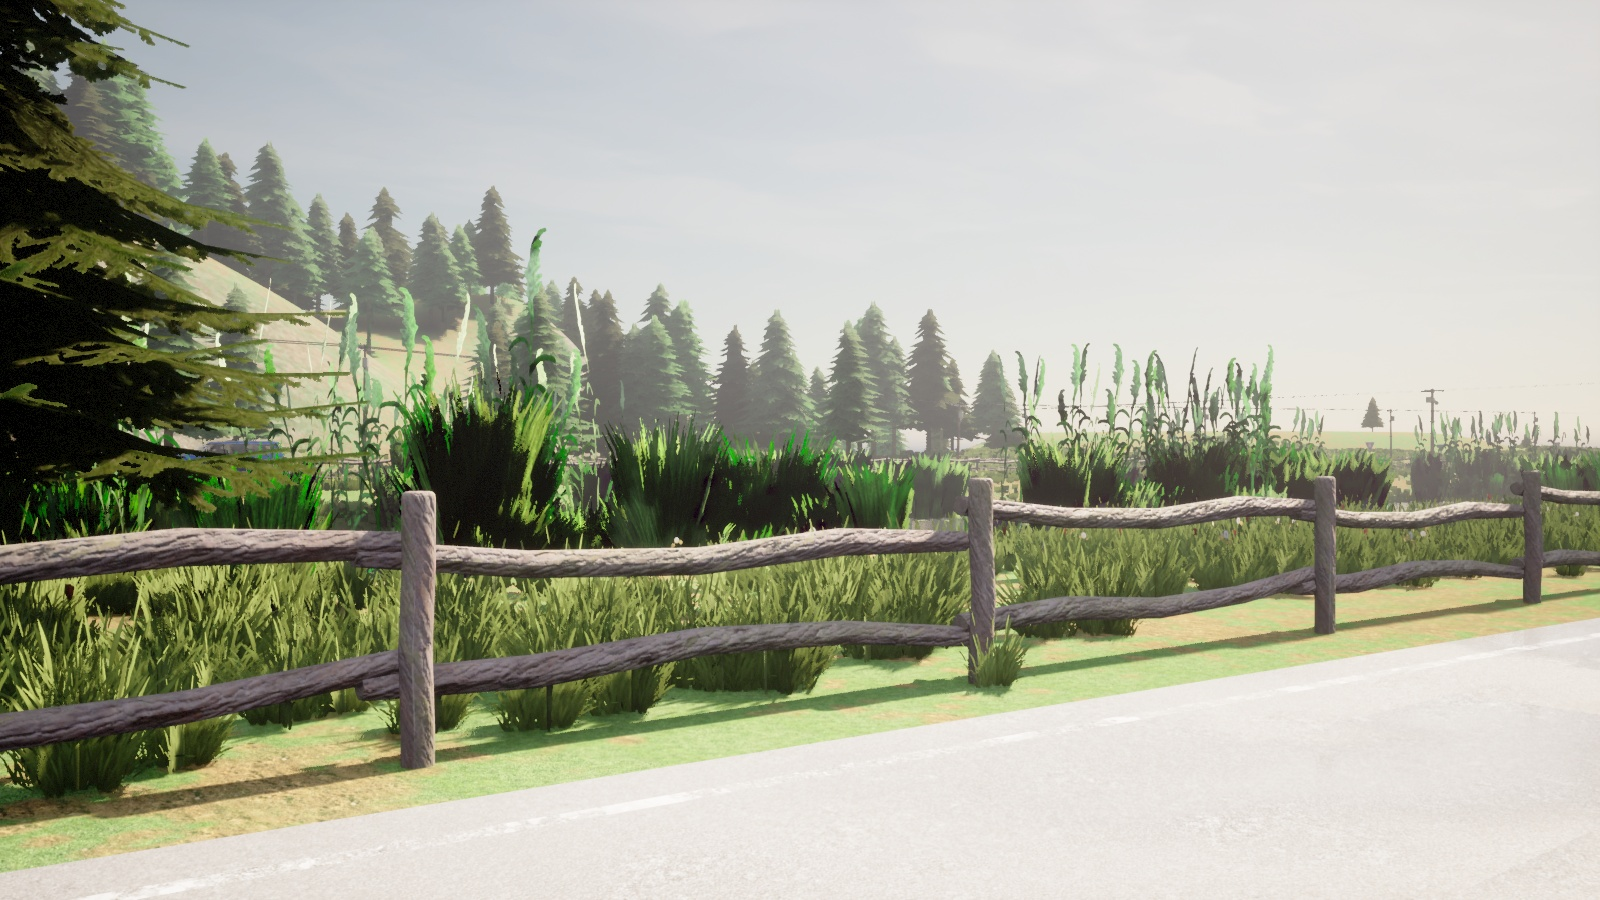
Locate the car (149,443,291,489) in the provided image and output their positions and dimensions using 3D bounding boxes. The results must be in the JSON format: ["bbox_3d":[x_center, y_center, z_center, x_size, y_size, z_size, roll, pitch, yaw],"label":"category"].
[{"bbox_3d":[-26.863,0.698,58.299,5.566,2.045,2.150,0,0,-44],"label":"car"}]
